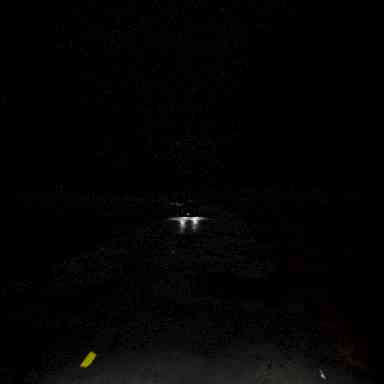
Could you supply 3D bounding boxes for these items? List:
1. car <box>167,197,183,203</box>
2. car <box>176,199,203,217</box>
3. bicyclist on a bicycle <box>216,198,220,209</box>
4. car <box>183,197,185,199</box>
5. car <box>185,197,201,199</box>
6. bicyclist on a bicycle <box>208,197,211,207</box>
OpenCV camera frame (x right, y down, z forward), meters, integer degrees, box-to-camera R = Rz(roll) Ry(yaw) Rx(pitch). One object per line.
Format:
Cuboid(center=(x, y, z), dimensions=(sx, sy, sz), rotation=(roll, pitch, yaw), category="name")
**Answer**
Cuboid(center=(-4.316, 1.755, 74.789), dimensions=(2.033, 1.411, 5.357), rotation=(0, 0, -16), category="car")
Cuboid(center=(-0.189, 1.753, 34.352), dimensions=(2.033, 1.411, 5.357), rotation=(0, 0, 4), category="car")
Cuboid(center=(3.856, 1.721, 48.887), dimensions=(0.582, 1.620, 1.656), rotation=(0, -1, -3), category="bicyclist on a bicycle")
Cuboid(center=(-2.304, 1.796, 78.364), dimensions=(1.812, 1.442, 4.674), rotation=(0, 0, -19), category="car")
Cuboid(center=(0.738, 1.756, 66.952), dimensions=(2.033, 1.411, 5.357), rotation=(-1, 0, -14), category="car")
Cuboid(center=(3.079, 1.744, 57.480), dimensions=(0.582, 1.620, 1.656), rotation=(0, 0, -7), category="bicyclist on a bicycle")
